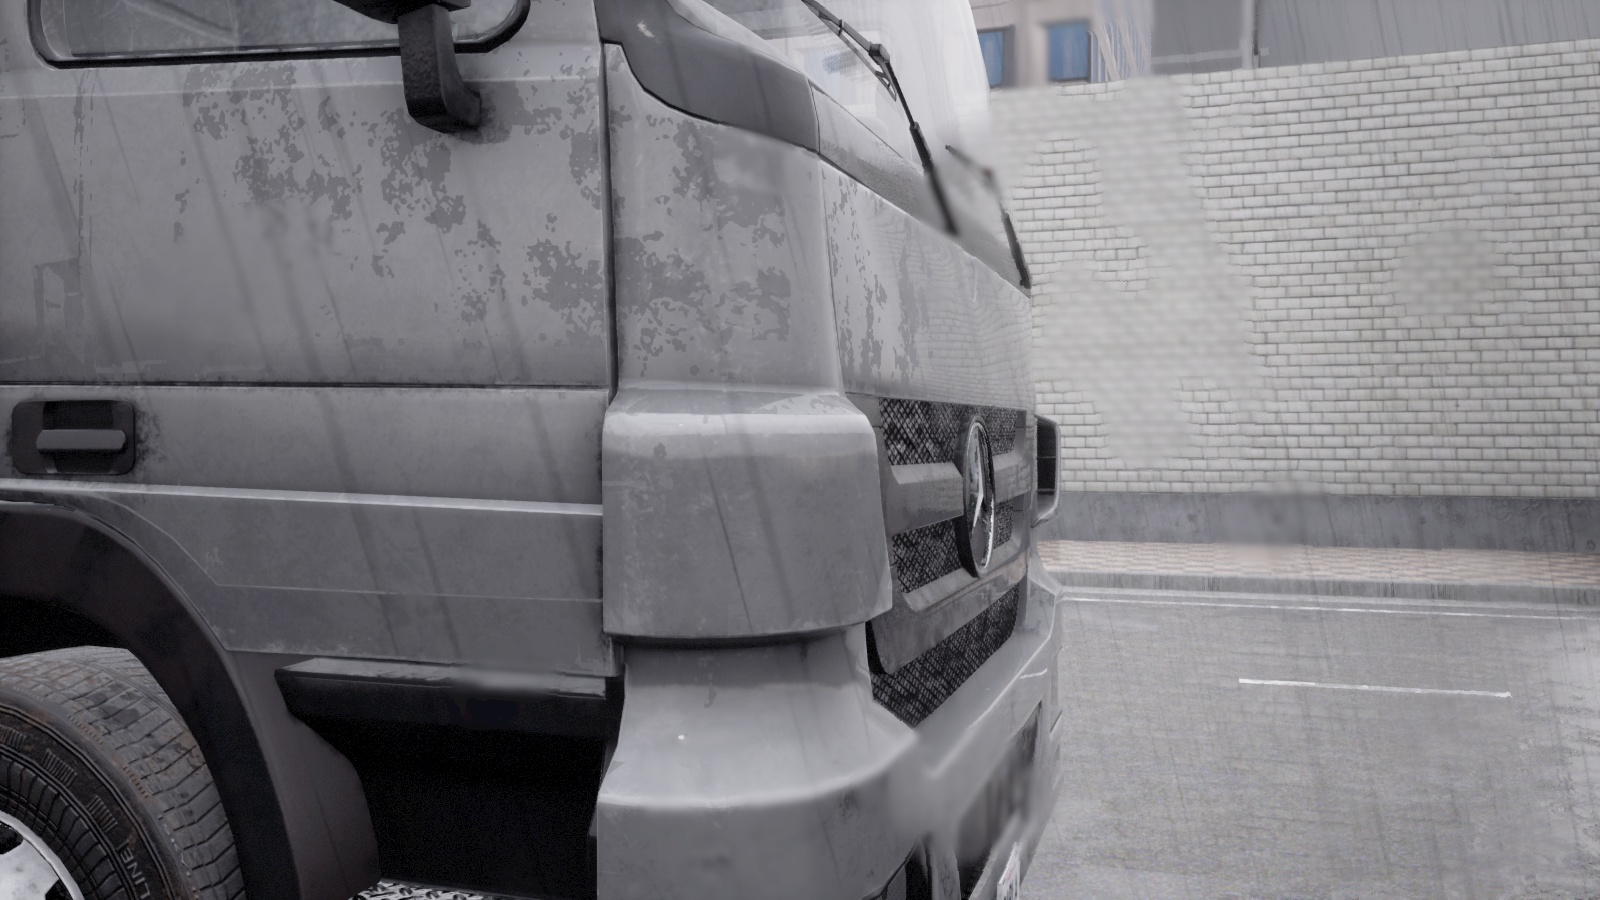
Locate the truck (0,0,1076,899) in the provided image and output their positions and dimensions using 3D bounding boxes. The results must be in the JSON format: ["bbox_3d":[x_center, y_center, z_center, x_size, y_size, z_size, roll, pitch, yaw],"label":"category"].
[{"bbox_3d":[-3.267,-0.236,4.278,7.936,3.462,2.891,1,1,19],"label":"truck"}]
